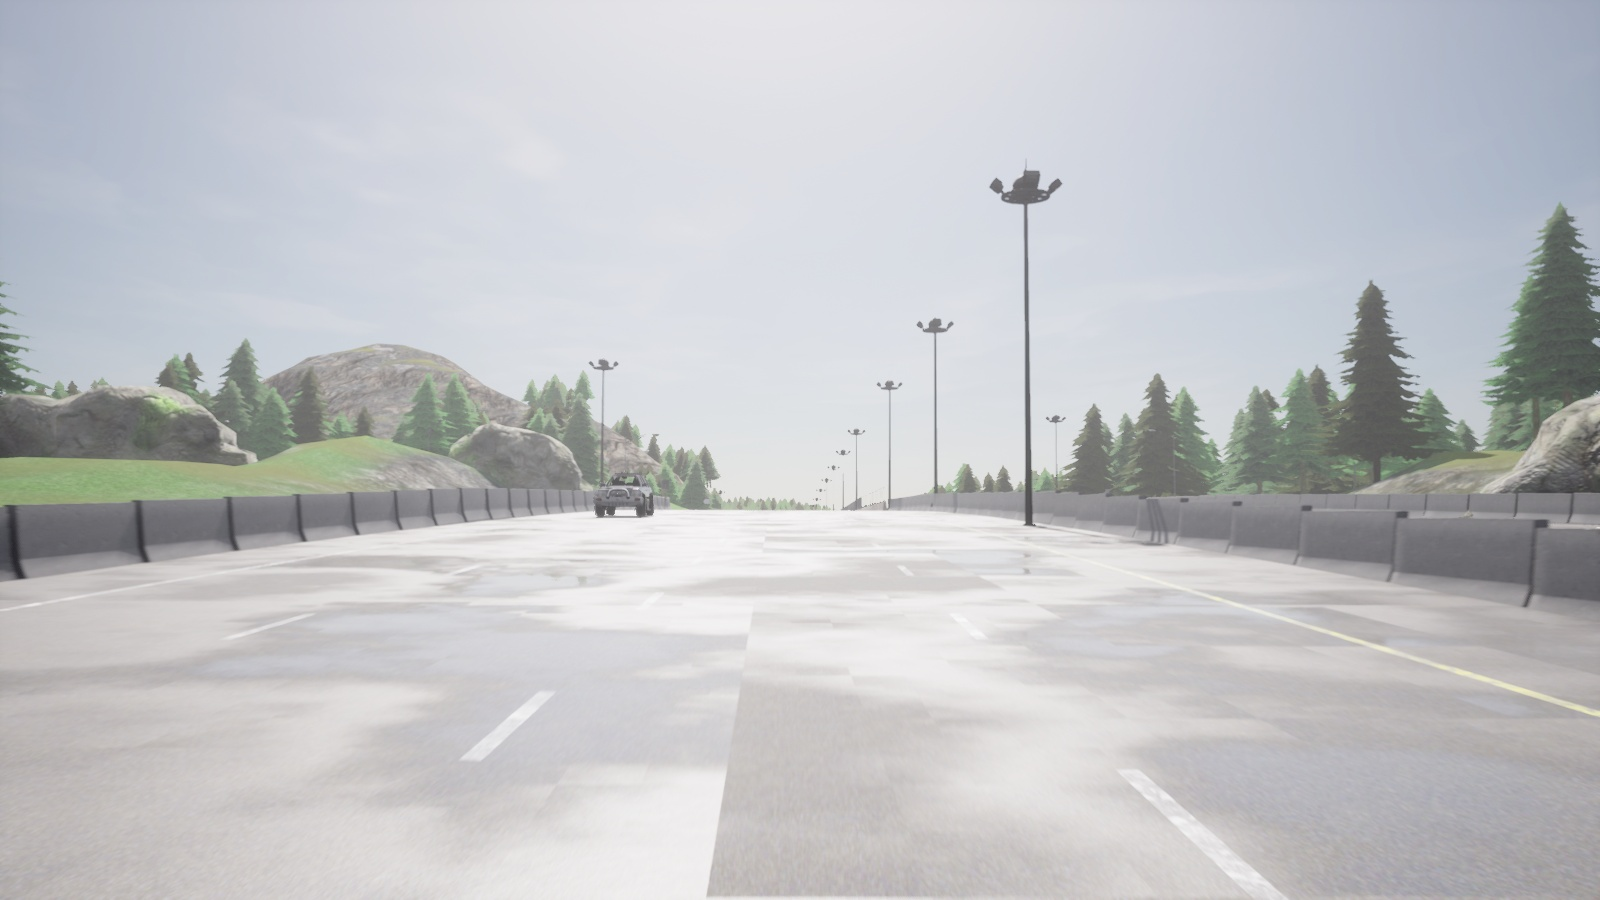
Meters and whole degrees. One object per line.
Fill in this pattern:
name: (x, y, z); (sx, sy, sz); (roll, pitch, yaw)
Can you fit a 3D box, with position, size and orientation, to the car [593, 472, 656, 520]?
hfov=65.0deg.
car: (-7.125, 1.861, 51.449); (1.932, 1.855, 4.605); (0, -2, 0)
